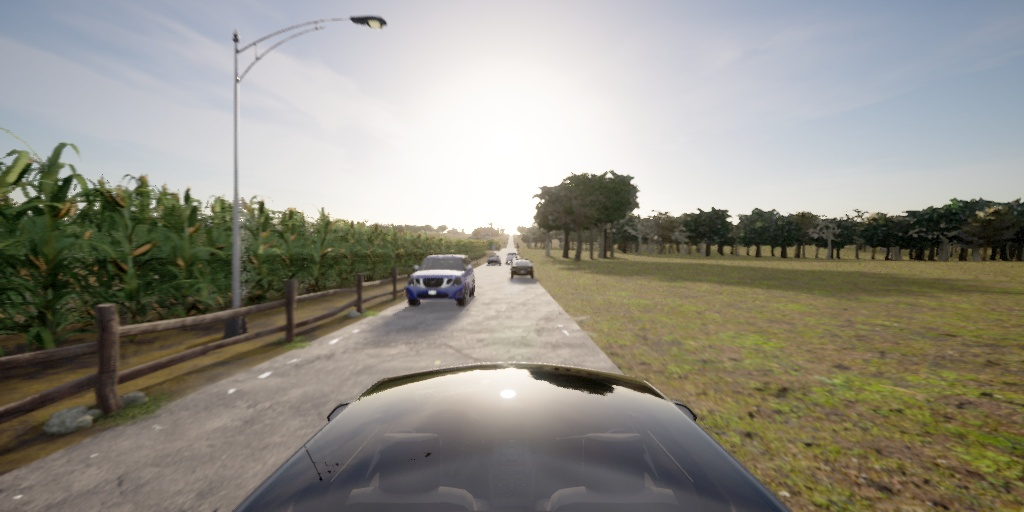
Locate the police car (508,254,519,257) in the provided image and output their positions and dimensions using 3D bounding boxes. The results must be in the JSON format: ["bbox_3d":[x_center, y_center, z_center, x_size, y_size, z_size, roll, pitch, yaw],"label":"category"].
[{"bbox_3d":[0.833,0.891,40.586,1.930,1.638,5.238,0,1,0],"label":"police car"}]

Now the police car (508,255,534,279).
[{"bbox_3d":[0.831,1.021,30.586,1.930,1.638,5.238,0,1,0],"label":"police car"}]

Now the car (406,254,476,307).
[{"bbox_3d":[-2.847,0.938,15.590,2.150,2.045,5.566,0,0,0],"label":"car"}]

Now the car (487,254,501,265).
[{"bbox_3d":[-2.794,0.539,56.953,2.097,1.767,4.553,0,1,0],"label":"car"}]

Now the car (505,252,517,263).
[{"bbox_3d":[0.013,0.242,64.974,2.150,2.045,5.566,0,1,0],"label":"car"}]
